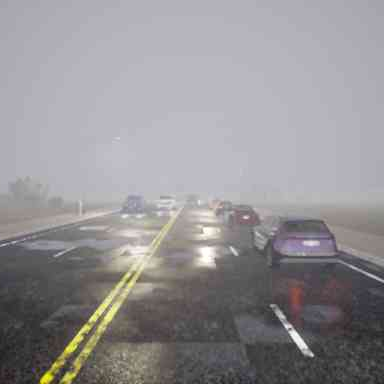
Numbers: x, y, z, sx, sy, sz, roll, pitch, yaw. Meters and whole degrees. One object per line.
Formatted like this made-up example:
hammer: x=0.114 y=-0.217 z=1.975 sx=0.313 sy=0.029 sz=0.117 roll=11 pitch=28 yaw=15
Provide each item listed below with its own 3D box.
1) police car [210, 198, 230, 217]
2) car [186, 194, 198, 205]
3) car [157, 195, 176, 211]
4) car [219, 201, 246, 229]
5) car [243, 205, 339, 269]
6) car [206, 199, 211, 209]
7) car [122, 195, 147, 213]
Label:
police car: x=3.244 y=1.612 z=33.321 sx=2.038 sy=1.542 sz=4.974 roll=0 pitch=0 yaw=0
car: x=-0.013 y=1.419 z=65.185 sx=2.150 sy=2.045 sz=5.566 roll=0 pitch=0 yaw=0
car: x=-3.337 y=1.362 z=44.187 sx=2.150 sy=2.045 sz=5.566 roll=0 pitch=0 yaw=0
car: x=3.245 y=1.577 z=22.362 sx=2.163 sy=1.488 sz=4.792 roll=0 pitch=0 yaw=0
car: x=3.248 y=1.469 z=11.321 sx=2.033 sy=1.649 sz=4.856 roll=0 pitch=0 yaw=0
car: x=3.241 y=1.595 z=44.511 sx=1.801 sy=1.575 sz=5.366 roll=0 pitch=0 yaw=0
car: x=-6.601 y=1.343 z=38.644 sx=2.150 sy=2.045 sz=5.566 roll=0 pitch=0 yaw=0
